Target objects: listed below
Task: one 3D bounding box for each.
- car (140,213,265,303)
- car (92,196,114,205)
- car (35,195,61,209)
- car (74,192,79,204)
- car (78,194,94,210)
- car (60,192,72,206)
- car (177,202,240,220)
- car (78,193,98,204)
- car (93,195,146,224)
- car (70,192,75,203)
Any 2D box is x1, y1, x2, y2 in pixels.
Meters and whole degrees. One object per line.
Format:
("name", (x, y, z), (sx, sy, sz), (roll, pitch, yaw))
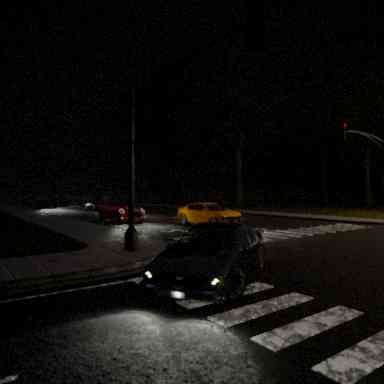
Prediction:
("car", (0.704, 1.543, 8.739), (2.033, 1.411, 5.357), (0, 0, 21))
("car", (-14.486, 1.346, 53.892), (1.812, 1.442, 4.674), (0, 0, -36))
("car", (-18.955, 1.453, 43.306), (1.895, 1.301, 4.718), (0, 0, -36))
("car", (-15.544, 1.184, 49.865), (2.097, 1.767, 4.553), (0, 0, -35))
("car", (-10.650, 1.361, 37.347), (2.128, 1.511, 4.902), (0, 0, -36))
("car", (-20.543, 1.227, 51.131), (1.882, 1.535, 5.008), (0, 0, -36))
("car", (1.023, 1.415, 21.355), (1.882, 1.535, 5.008), (0, 0, -38))
("car", (-18.694, 1.160, 59.647), (2.097, 1.767, 4.553), (0, 0, -36))
("car", (-5.179, 1.274, 24.273), (2.097, 1.767, 4.553), (0, 0, -36))
("car", (-21.358, 1.036, 57.785), (2.150, 2.045, 5.566), (0, 0, -36))
